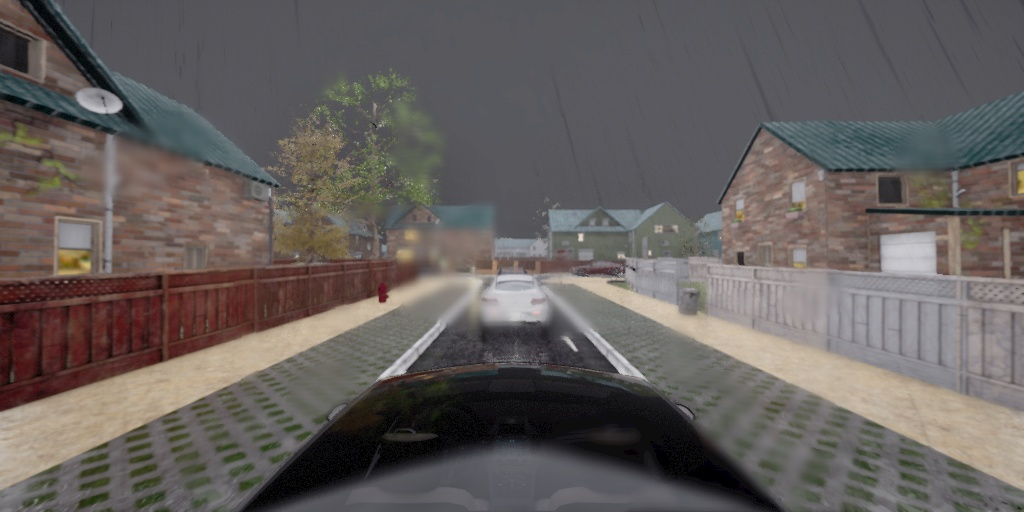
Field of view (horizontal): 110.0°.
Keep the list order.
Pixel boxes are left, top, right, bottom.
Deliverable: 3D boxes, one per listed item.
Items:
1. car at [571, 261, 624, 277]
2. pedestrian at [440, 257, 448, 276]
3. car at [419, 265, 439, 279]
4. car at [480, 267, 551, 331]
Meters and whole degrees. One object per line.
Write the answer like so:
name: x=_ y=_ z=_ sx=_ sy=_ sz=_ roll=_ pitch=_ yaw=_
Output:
car: x=7.615 y=1.166 z=32.168 sx=4.674 sy=1.442 sz=1.812 roll=0 pitch=-1 yaw=1
pedestrian: x=-6.719 y=0.975 z=35.268 sx=0.375 sy=1.860 sz=0.375 roll=0 pitch=-1 yaw=1
car: x=-8.478 y=1.232 z=29.423 sx=4.892 sy=1.490 sz=1.837 roll=-1 pitch=-1 yaw=1
car: x=0.093 y=1.240 z=10.776 sx=1.812 sy=1.442 sz=4.674 roll=0 pitch=0 yaw=0
